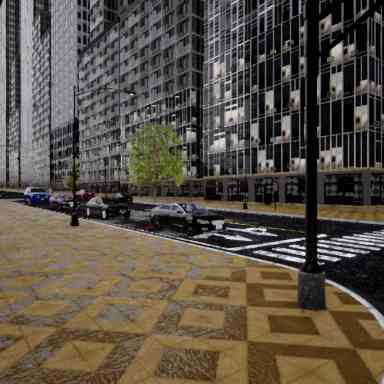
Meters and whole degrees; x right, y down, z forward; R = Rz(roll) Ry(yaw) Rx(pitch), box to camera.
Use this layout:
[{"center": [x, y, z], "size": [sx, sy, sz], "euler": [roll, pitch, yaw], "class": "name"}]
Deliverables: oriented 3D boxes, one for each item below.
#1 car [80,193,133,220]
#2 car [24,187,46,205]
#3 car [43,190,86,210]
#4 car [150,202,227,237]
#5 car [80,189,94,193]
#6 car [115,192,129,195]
[{"center": [-6.143, 1.097, 24.184], "size": [1.837, 1.490, 4.892], "euler": [0, 1, -38], "class": "car"}, {"center": [-18.895, 0.433, 40.549], "size": [2.150, 2.045, 5.566], "euler": [0, 1, -38], "class": "car"}, {"center": [-12.378, 0.899, 32.143], "size": [2.128, 1.511, 4.902], "euler": [0, 1, -38], "class": "car"}, {"center": [-0.301, 1.257, 16.751], "size": [2.128, 1.511, 4.902], "euler": [0, 1, -38], "class": "car"}, {"center": [-17.769, 0.352, 55.185], "size": [2.097, 1.767, 4.553], "euler": [0, 1, -39], "class": "car"}, {"center": [-9.570, 0.773, 44.669], "size": [1.812, 1.442, 4.674], "euler": [0, 1, -38], "class": "car"}]
